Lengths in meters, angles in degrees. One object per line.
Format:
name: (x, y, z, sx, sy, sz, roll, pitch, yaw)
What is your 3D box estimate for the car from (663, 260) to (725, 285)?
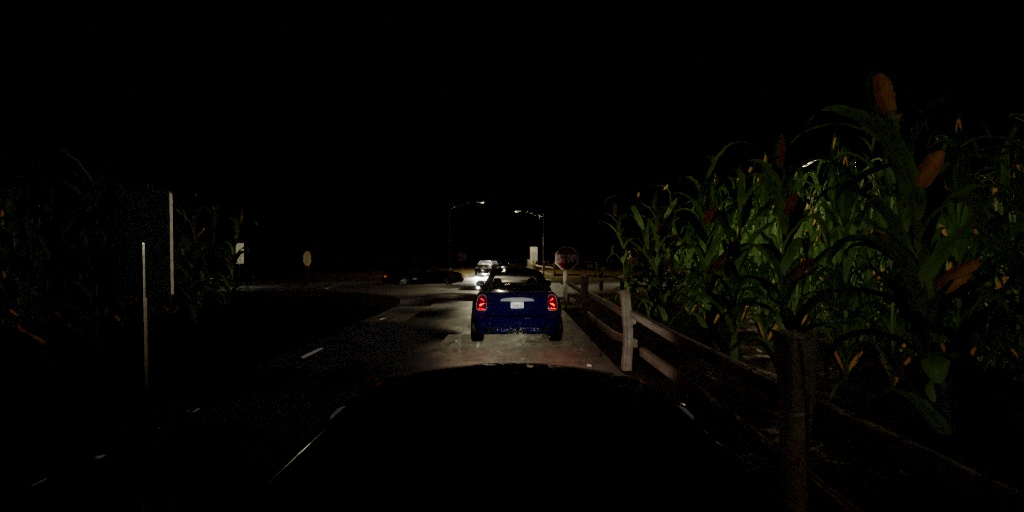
car: (12.542, 1.062, 25.337, 4.553, 1.767, 2.097, 0, 1, -2)

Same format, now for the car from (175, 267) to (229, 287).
car: (-20.606, 1.298, 22.506, 4.892, 1.490, 1.837, 0, 1, 0)

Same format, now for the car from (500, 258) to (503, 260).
car: (-2.711, 1.259, 57.814, 1.994, 1.385, 4.181, 0, 0, 0)

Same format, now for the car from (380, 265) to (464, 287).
car: (-6.053, 1.291, 24.257, 5.357, 1.411, 2.033, 0, 1, -24)

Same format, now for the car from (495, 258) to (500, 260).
car: (-2.810, 1.211, 38.158, 2.128, 1.511, 4.902, 0, 0, 2)

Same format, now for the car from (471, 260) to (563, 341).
car: (0.059, 1.098, 9.993, 2.097, 1.767, 4.553, 0, 0, -2)
